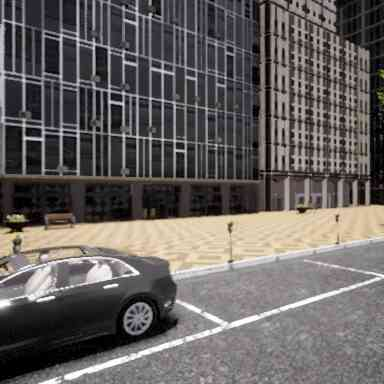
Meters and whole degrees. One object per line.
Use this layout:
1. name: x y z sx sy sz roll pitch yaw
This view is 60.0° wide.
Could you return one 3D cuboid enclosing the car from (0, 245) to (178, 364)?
1. car: -2.291 1.547 4.925 4.403 1.369 2.008 0 0 -35
